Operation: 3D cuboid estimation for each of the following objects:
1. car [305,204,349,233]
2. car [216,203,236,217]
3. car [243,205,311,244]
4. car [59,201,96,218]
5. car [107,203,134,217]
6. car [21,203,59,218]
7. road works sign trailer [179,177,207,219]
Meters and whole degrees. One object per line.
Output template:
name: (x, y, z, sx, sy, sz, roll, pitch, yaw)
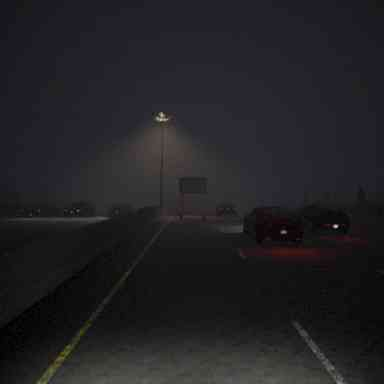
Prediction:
car: (7.098, 1.420, 18.836, 1.837, 1.490, 4.892, 0, 0, 0)
car: (3.596, 1.906, 35.682, 2.033, 1.411, 5.357, 0, -3, 0)
car: (3.598, 1.406, 15.510, 1.882, 1.535, 5.008, 0, 0, 0)
car: (-10.601, 1.660, 31.731, 1.837, 1.490, 4.892, 0, -2, 0)
car: (-7.099, 1.802, 33.467, 1.994, 1.385, 4.181, 0, -3, 0)
car: (-14.103, 1.705, 31.722, 2.033, 1.411, 5.357, 0, -2, 0)
road works sign trailer: (0.092, 0.517, 28.974, 2.380, 3.560, 2.880, 0, -2, 3)
